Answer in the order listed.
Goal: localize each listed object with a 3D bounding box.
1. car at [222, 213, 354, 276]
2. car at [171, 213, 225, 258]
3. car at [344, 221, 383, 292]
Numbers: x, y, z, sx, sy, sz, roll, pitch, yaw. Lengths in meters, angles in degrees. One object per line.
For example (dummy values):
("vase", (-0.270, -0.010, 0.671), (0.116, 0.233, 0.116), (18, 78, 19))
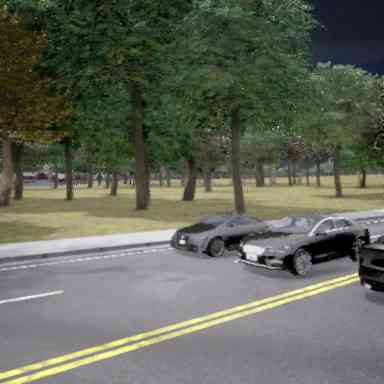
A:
("car", (3.571, 1.434, 10.224), (4.902, 1.511, 2.128), (-1, 0, -35))
("car", (1.293, 1.511, 12.590), (4.181, 1.385, 1.994), (-1, 0, -35))
("car", (5.772, 1.418, 7.557), (5.008, 1.535, 1.882), (-1, 0, -36))
